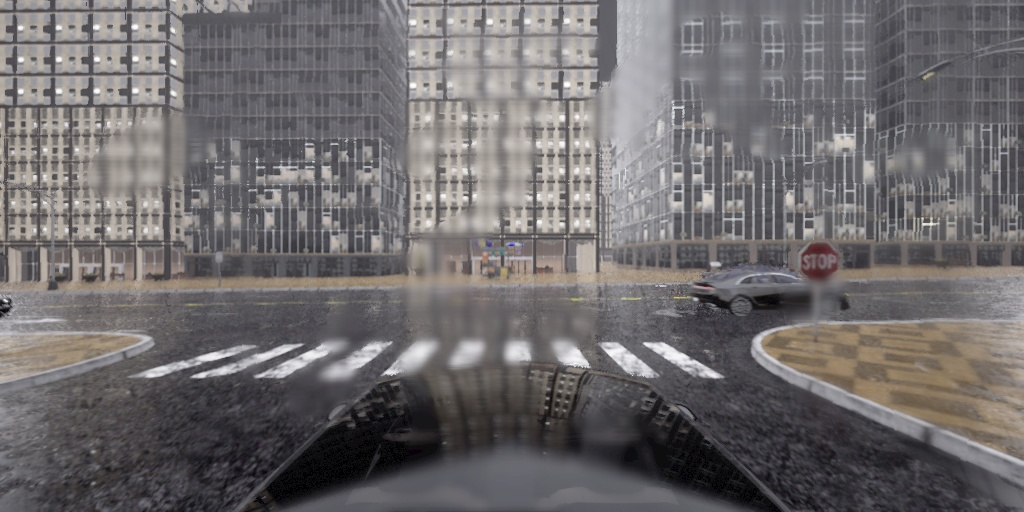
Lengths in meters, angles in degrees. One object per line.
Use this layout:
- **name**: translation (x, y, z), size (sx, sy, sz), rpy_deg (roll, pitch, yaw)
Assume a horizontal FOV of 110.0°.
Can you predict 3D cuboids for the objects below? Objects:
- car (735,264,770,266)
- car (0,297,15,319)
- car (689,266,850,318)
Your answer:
- **car**: translation (14.667, 1.207, 22.230), size (5.357, 1.411, 2.033), rpy_deg (-1, 0, 1)
- **car**: translation (-21.255, 1.829, 12.860), size (4.718, 1.301, 1.895), rpy_deg (-1, 0, 1)
- **car**: translation (8.800, 1.243, 12.460), size (4.902, 1.511, 2.128), rpy_deg (-1, 0, 1)
